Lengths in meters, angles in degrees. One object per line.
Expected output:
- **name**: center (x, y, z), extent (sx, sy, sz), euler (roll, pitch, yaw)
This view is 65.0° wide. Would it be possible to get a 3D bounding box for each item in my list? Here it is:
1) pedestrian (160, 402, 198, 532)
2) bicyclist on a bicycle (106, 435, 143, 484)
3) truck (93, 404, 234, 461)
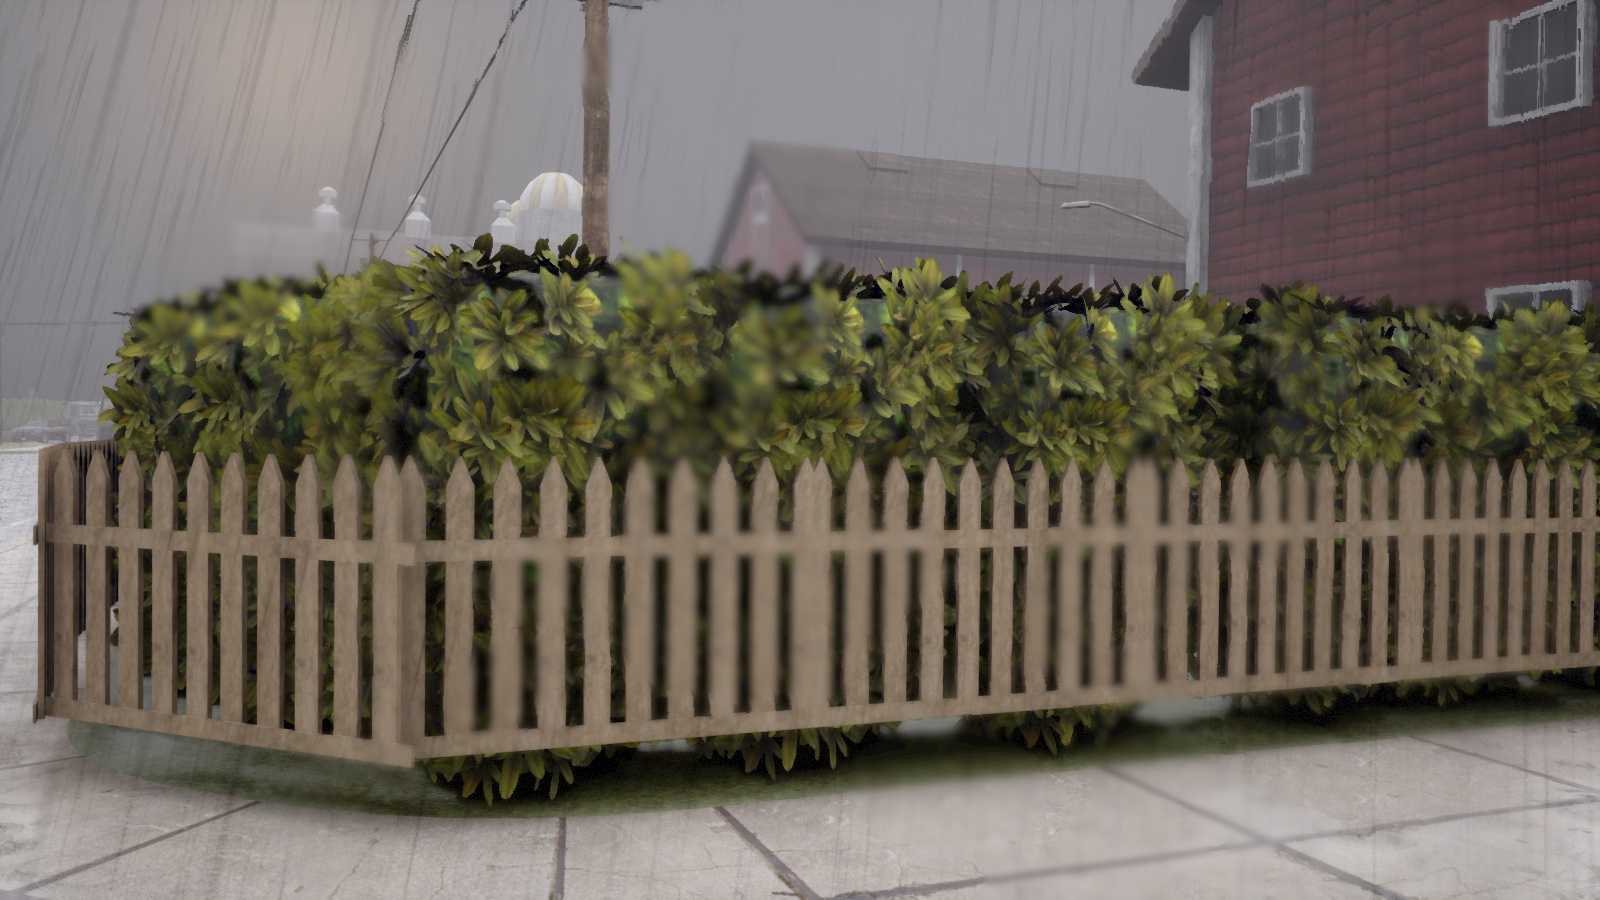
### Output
- **pedestrian**: center (-9.498, 0.243, 19.229), extent (0.423, 1.949, 0.788), euler (-1, 1, -22)
- **bicyclist on a bicycle**: center (-22.617, 0.294, 42.081), extent (0.866, 1.612, 1.509), euler (-1, 1, -21)
- **truck**: center (-40.661, -1.107, 80.296), extent (7.936, 3.462, 2.891), euler (-1, 1, 13)
